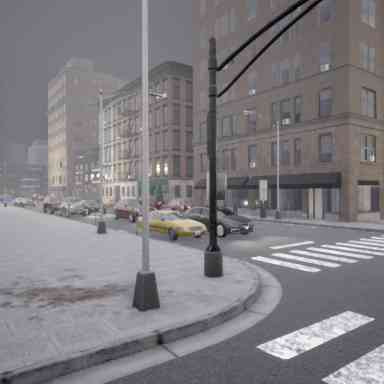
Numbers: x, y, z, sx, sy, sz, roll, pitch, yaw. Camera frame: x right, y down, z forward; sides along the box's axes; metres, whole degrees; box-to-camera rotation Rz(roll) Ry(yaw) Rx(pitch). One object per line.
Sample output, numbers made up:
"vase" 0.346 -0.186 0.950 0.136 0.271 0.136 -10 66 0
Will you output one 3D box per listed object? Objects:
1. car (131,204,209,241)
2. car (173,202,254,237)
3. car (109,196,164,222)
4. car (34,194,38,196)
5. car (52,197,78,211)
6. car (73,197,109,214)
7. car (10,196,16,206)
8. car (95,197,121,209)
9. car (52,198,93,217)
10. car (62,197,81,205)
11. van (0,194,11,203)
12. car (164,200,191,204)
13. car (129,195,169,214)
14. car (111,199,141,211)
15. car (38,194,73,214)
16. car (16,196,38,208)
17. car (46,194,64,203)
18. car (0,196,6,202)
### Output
"car" -1.145 1.543 17.148 1.752 1.417 4.829 0 0 -36
"car" 1.224 1.510 18.186 1.837 1.490 4.892 0 0 -37
"car" -4.450 1.355 26.041 2.097 1.767 4.553 0 0 -36
"car" -34.584 1.534 77.028 1.947 1.339 4.313 0 0 -36
"car" -16.378 1.477 42.613 1.882 1.535 5.008 0 0 -36
"car" -10.365 1.506 34.227 1.837 1.490 4.892 0 0 -36
"car" -27.705 1.535 53.839 1.752 1.417 4.829 0 0 -36
"car" -11.444 1.498 45.061 1.752 1.417 4.829 0 0 -36
"car" -11.205 1.565 31.045 2.008 1.369 4.403 0 0 -36
"car" -21.304 1.520 58.682 2.008 1.369 4.403 0 0 -36
"van" -37.765 1.349 67.735 1.690 1.788 3.998 0 0 -36
"car" -1.384 1.415 31.163 1.967 1.590 4.097 0 0 -36
"car" -4.705 1.289 35.750 2.192 1.841 5.009 0 0 -36
"car" -8.024 1.539 40.337 1.947 1.339 4.313 0 0 -36
"car" -14.526 1.328 35.631 2.192 1.841 5.009 0 0 -36
"car" -24.485 1.592 49.391 1.802 1.307 4.206 0 0 -36
"car" -27.944 1.283 67.854 2.192 1.841 5.009 0 0 -36
"car" -44.404 1.558 76.909 2.008 1.369 4.403 0 0 -36
